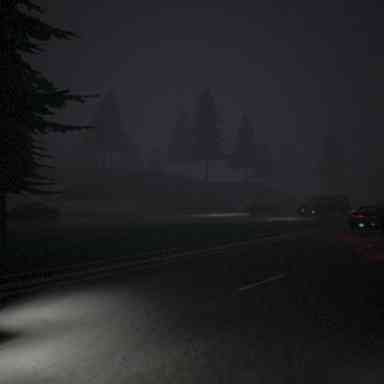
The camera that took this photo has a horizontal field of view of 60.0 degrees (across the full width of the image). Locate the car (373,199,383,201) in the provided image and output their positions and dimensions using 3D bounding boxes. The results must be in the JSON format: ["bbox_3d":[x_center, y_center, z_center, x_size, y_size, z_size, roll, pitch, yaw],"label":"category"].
[{"bbox_3d":[23.507,1.550,41.544,4.674,1.442,1.812,0,0,-32],"label":"car"}]

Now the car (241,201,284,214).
[{"bbox_3d":[7.567,1.649,35.993,4.718,1.301,1.895,0,0,-29],"label":"car"}]

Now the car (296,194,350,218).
[{"bbox_3d":[12.161,1.249,30.566,5.566,2.045,2.150,0,0,-29],"label":"car"}]

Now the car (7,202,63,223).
[{"bbox_3d":[-12.619,1.548,25.512,5.008,1.535,1.882,0,0,-16],"label":"car"}]

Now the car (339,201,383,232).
[{"bbox_3d":[10.702,1.503,18.857,4.902,1.511,2.128,0,0,-39],"label":"car"}]

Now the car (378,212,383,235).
[{"bbox_3d":[9.739,1.552,13.507,5.357,1.411,2.033,0,0,-42],"label":"car"}]
